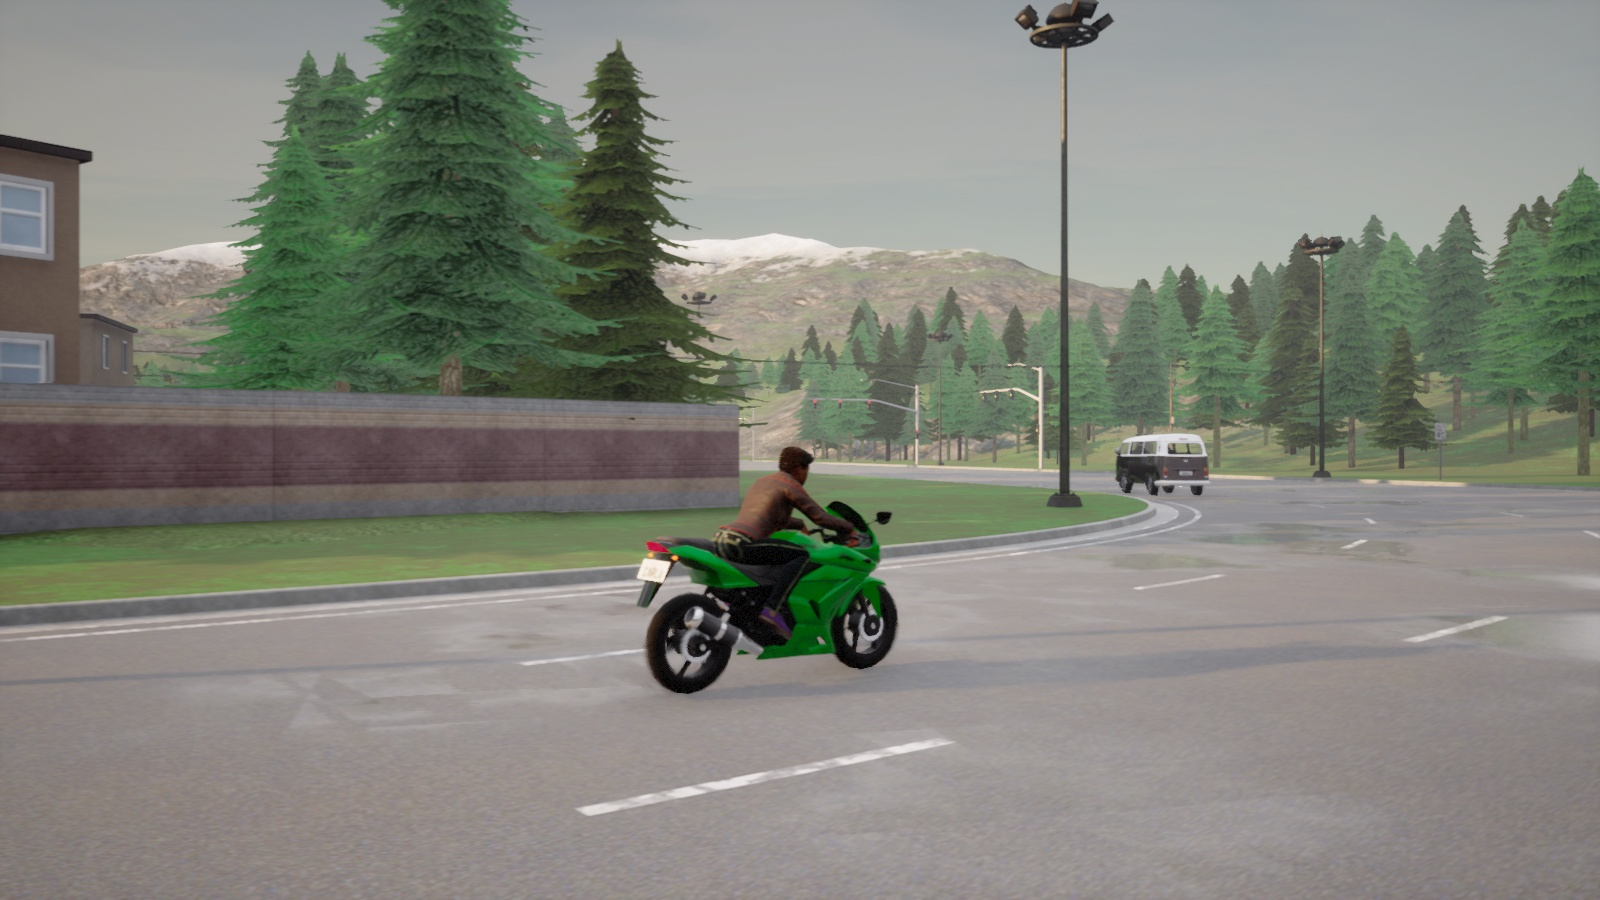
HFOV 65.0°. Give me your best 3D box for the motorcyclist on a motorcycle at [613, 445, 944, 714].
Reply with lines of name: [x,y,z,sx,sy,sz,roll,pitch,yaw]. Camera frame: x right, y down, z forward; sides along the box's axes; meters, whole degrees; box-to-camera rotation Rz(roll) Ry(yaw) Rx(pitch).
motorcyclist on a motorcycle: [-0.099,0.734,8.051,2.044,1.523,0.797,0,0,-38]

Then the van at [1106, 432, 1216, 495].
van: [12.118,0.440,42.481,2.069,2.038,4.480,0,0,-6]
